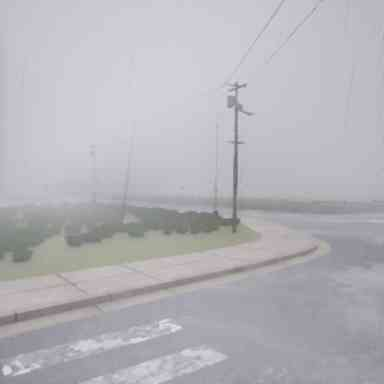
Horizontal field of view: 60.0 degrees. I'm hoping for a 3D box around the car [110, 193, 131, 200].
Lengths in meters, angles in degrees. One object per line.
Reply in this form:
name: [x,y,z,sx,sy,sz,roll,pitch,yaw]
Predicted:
car: [-11.476,0.809,53.397,1.994,1.385,4.181,0,1,-40]
